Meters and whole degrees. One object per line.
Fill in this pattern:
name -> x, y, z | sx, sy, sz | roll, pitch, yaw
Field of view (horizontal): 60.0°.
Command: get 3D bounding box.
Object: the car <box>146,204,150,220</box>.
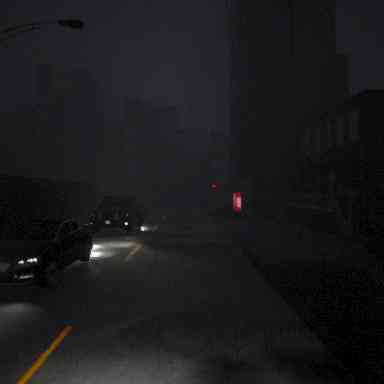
car -> -4.334, 1.467, 25.469 | 1.882, 1.535, 5.008 | 0, 0, -1

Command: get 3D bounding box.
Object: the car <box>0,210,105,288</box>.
car -> -4.212, 1.493, 9.333 | 2.128, 1.511, 4.902 | 0, 0, -1

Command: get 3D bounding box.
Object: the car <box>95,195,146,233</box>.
car -> -4.343, 1.210, 19.882 | 2.150, 2.045, 5.566 | 0, 0, 0
